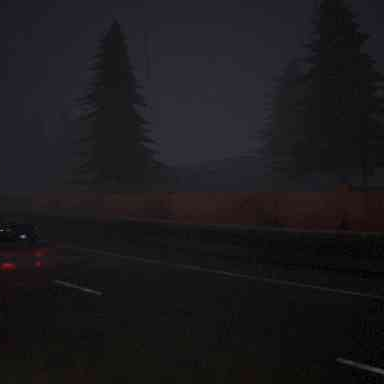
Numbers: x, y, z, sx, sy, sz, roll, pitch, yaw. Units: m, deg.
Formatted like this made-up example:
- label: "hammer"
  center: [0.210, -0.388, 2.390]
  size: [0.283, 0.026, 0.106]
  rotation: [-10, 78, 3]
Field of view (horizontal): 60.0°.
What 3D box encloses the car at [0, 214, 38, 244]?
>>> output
- label: "car"
  center: [-9.212, 1.810, 16.346]
  size: [4.674, 1.442, 1.812]
  rotation: [-1, -1, 42]
